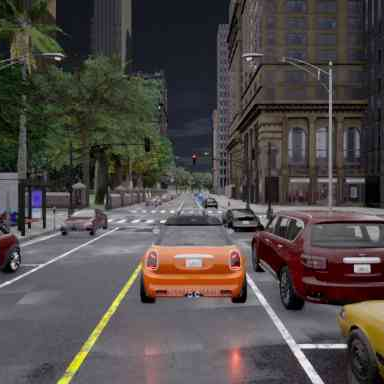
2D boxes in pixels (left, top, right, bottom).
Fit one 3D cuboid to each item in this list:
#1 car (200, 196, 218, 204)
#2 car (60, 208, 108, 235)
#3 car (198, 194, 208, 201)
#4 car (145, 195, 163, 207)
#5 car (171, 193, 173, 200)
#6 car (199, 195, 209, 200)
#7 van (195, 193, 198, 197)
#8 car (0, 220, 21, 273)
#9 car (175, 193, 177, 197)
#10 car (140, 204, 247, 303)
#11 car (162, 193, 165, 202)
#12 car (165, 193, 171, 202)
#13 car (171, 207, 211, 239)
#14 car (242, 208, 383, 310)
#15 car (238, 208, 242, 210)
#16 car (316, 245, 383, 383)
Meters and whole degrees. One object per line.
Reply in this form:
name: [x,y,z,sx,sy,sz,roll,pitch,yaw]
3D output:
car: [2.530,1.545,45.018,1.947,1.339,4.313,0,0,0]
car: [-5.857,1.577,18.555,1.802,1.307,4.206,0,0,0]
car: [2.472,1.495,56.029,1.752,1.417,4.829,0,0,0]
car: [-6.024,1.525,50.413,2.008,1.369,4.403,0,0,0]
car: [-6.167,1.259,77.515,2.192,1.841,5.009,0,0,0]
car: [2.501,1.540,50.438,1.947,1.339,4.313,0,0,0]
van: [2.330,1.277,82.960,1.690,1.788,3.998,0,0,0]
car: [-5.801,1.439,7.702,1.967,1.590,4.097,0,0,0]
car: [-6.252,1.233,93.775,2.192,1.841,5.009,0,0,0]
car: [0.033,1.351,8.353,2.097,1.767,4.553,0,0,0]
car: [-6.053,1.410,55.833,1.967,1.590,4.097,0,0,0]
car: [-6.138,1.391,72.094,1.967,1.590,4.097,0,0,0]
car: [-0.030,1.596,18.172,1.895,1.301,4.718,0,0,0]
car: [2.724,1.314,7.731,2.192,1.841,5.009,0,0,0]
car: [2.668,1.561,18.582,1.947,1.339,4.313,0,0,0]
car: [2.753,1.525,2.476,1.752,1.417,4.829,0,0,0]
